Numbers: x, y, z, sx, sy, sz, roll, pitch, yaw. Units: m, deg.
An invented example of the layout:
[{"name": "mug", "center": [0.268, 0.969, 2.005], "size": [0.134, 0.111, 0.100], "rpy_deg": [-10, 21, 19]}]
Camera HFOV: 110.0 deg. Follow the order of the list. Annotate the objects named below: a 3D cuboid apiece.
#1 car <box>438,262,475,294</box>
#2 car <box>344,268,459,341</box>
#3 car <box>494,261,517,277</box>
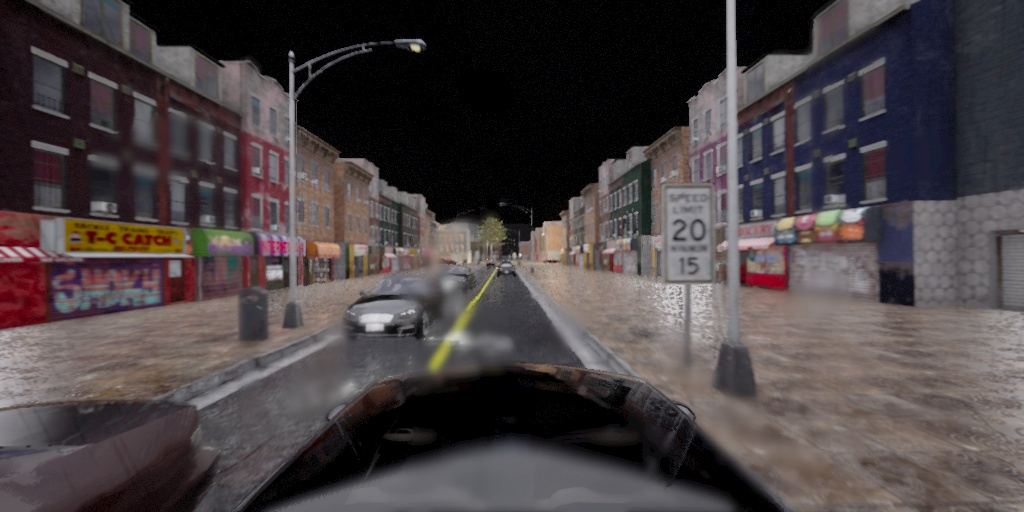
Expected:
[{"name": "car", "center": [-3.181, 1.294, 20.518], "size": [2.128, 1.511, 4.902], "rpy_deg": [0, 0, -1]}, {"name": "car", "center": [-2.980, 1.277, 10.164], "size": [2.128, 1.511, 4.902], "rpy_deg": [0, 0, -1]}, {"name": "car", "center": [-0.551, 1.333, 35.962], "size": [1.812, 1.442, 4.674], "rpy_deg": [0, 0, -1]}]
